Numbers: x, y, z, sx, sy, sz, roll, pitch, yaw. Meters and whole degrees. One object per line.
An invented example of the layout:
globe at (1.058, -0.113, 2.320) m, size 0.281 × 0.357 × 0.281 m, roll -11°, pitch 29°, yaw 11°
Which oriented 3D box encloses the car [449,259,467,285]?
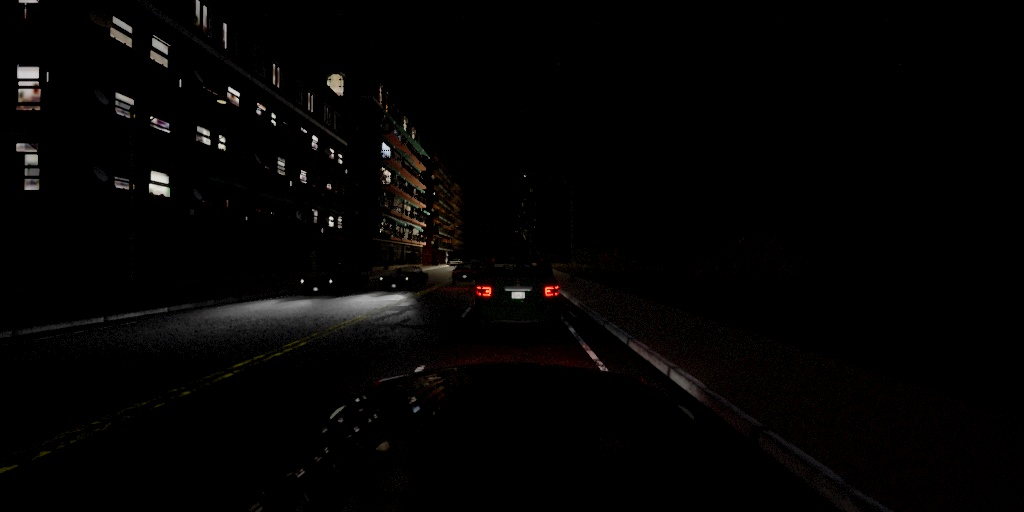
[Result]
car at (-3.151, 1.231, 26.374) m, size 1.882 × 1.535 × 5.008 m, roll 0°, pitch 0°, yaw 0°

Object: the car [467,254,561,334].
car at (0.101, 0.973, 10.732) m, size 2.150 × 2.045 × 5.566 m, roll 0°, pitch 0°, yaw -1°

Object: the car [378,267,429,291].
car at (-6.600, 1.354, 22.233) m, size 1.895 × 1.301 × 4.718 m, roll 0°, pitch 0°, yaw 0°

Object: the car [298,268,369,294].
car at (-9.851, 1.354, 20.204) m, size 1.895 × 1.301 × 4.718 m, roll 0°, pitch 0°, yaw 0°

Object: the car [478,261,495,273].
car at (-3.149, 1.354, 45.374) m, size 1.895 × 1.301 × 4.718 m, roll 0°, pitch 0°, yaw 0°

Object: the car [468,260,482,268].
car at (-6.556, 1.353, 63.853) m, size 1.895 × 1.301 × 4.718 m, roll 0°, pitch 0°, yaw 1°
